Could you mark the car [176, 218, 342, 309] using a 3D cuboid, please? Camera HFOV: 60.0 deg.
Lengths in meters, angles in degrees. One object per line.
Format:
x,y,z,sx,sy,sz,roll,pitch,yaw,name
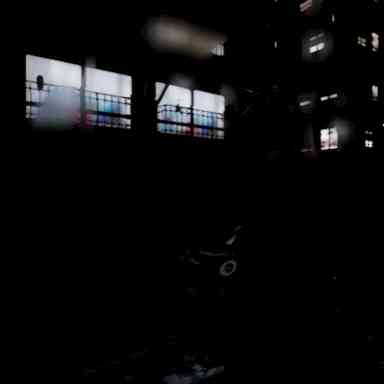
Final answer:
1.608,1.404,7.709,4.097,1.590,1.967,0,0,-36,car
